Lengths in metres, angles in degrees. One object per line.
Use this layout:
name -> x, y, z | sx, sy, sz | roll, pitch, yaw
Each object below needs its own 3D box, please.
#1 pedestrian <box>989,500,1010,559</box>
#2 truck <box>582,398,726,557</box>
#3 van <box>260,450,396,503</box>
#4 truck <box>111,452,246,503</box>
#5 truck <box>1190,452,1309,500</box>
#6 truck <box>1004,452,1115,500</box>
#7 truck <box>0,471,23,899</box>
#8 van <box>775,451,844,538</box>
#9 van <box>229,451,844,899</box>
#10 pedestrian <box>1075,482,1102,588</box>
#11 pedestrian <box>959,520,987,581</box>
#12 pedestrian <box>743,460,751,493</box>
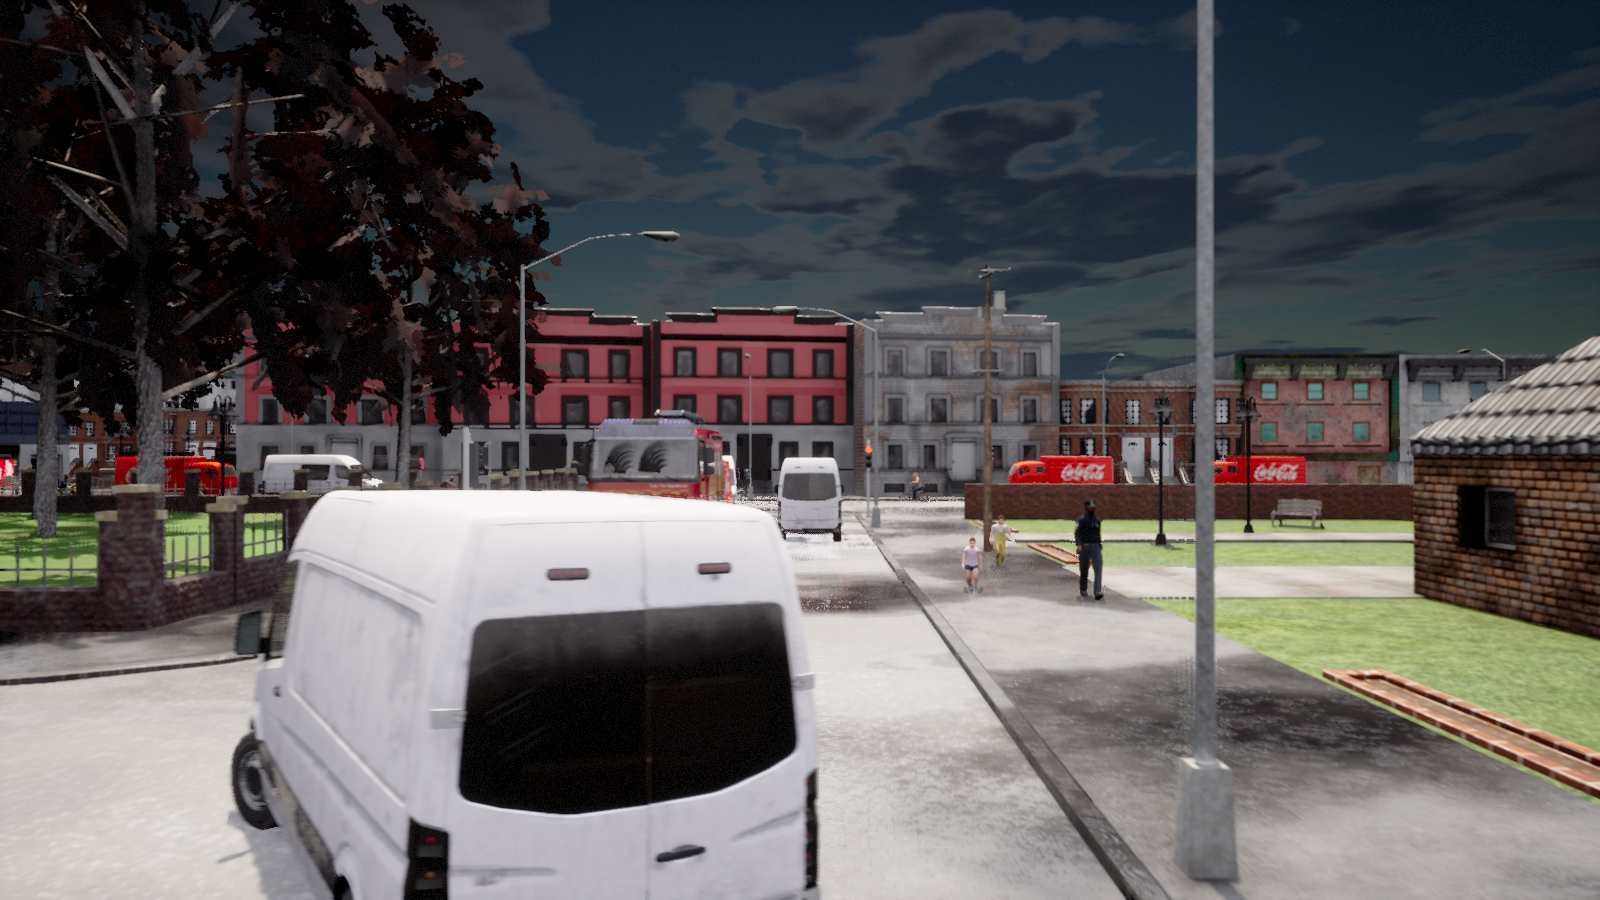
pedestrian -> 4.493, 1.793, 25.748 | 0.375, 1.300, 0.375 | 0, 0, -5
truck -> -3.787, 0.656, 31.677 | 2.891, 3.827, 8.468 | 0, 0, 0
van -> -23.177, 1.290, 56.251 | 5.915, 2.561, 1.988 | 0, 0, 0
truck -> -30.548, 1.324, 56.278 | 5.204, 2.467, 2.627 | 0, 0, 0
truck -> 23.514, 1.321, 59.959 | 5.204, 2.467, 2.627 | 0, 0, 0
truck -> 13.574, 1.321, 60.020 | 5.204, 2.467, 2.627 | 0, 0, 0
truck -> -4.094, 1.346, 3.151 | 2.627, 2.467, 5.204 | 0, 0, -27
van -> 0.289, 1.298, 36.325 | 1.988, 2.561, 5.915 | 0, 0, 0
van -> -2.224, 1.310, 7.352 | 1.988, 2.561, 5.915 | 1, -1, -32
pedestrian -> 5.183, 1.515, 20.510 | 0.375, 1.860, 0.375 | 0, 0, -3
pedestrian -> 3.263, 1.895, 21.577 | 0.500, 1.100, 0.500 | 0, 0, 11
pedestrian -> -3.004, 1.495, 65.000 | 0.375, 1.860, 0.375 | 0, 0, 19
